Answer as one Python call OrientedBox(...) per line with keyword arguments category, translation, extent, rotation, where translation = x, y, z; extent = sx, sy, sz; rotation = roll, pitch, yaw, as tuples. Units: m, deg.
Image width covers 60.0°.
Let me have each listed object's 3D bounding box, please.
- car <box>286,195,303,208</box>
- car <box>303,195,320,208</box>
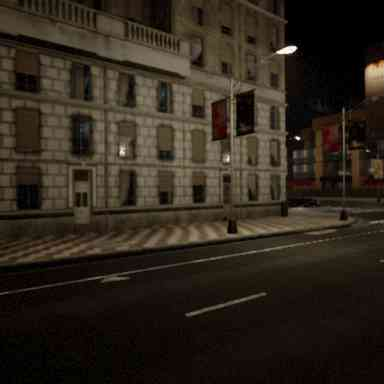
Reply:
OrientedBox(category="car", translation=(10.760, 1.238, 40.381), extent=(1.994, 1.385, 4.181), rotation=(-1, 0, -36))
OrientedBox(category="car", translation=(13.823, 1.129, 42.119), extent=(2.128, 1.511, 4.902), rotation=(-1, 0, -36))
